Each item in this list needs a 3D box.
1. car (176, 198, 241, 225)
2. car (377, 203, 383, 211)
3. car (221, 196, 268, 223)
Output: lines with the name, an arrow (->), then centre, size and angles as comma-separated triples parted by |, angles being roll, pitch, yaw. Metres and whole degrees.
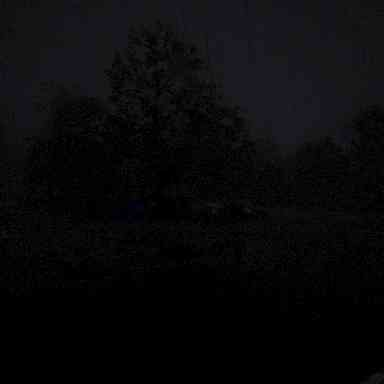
car -> 0.740, 1.322, 22.251 | 2.002, 1.452, 4.674 | 1, 0, -35
car -> 23.494, 1.524, 37.705 | 2.002, 1.452, 4.674 | 1, 0, -34
car -> 3.326, 1.178, 24.088 | 2.185, 1.767, 4.553 | 0, 0, -34
